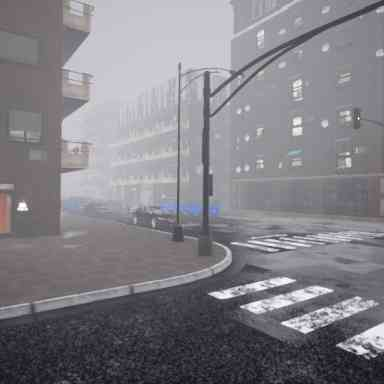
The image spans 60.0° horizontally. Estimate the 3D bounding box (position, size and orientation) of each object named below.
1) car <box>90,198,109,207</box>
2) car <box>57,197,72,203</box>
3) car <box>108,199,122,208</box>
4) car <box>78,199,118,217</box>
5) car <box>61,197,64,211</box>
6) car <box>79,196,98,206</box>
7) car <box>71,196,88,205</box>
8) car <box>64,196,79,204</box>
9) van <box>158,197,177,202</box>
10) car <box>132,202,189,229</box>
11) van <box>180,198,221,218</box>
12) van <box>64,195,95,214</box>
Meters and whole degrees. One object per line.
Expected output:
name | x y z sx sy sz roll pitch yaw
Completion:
car | -14.975 1.727 53.708 1.802 1.307 4.206 1 -1 -35
car | -27.679 1.724 72.130 1.887 1.381 4.507 1 -1 -35
car | -11.799 1.681 49.103 1.887 1.381 4.507 1 -1 -35
car | -8.759 1.590 30.813 1.802 1.307 4.206 1 -1 -35
car | -15.110 1.579 40.024 2.008 1.369 4.403 1 -1 -35
car | -18.150 1.595 58.315 1.967 1.590 4.097 1 -1 -35
car | -21.326 1.603 62.920 1.967 1.590 4.097 1 -1 -35
car | -24.502 1.612 67.525 1.967 1.590 4.097 1 -1 -35
van | -2.270 1.447 35.288 1.690 1.788 3.998 1 -1 -35
car | -2.407 1.538 21.603 2.008 1.369 4.403 1 -1 -35
van | 0.906 1.437 30.683 1.690 1.788 3.998 1 -1 -35
van | -11.933 1.360 35.420 1.690 1.788 3.998 1 -1 -35
